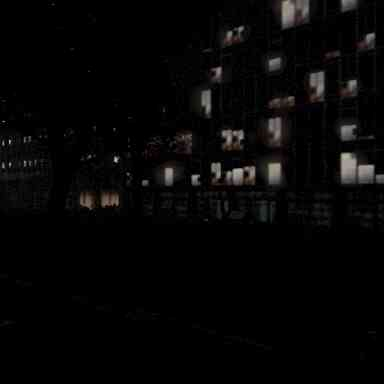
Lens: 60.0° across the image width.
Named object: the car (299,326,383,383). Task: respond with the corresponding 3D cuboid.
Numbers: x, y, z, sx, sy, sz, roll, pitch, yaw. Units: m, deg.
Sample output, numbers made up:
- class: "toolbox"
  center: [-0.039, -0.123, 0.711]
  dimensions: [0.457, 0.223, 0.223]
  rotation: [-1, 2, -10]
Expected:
- class: "car"
  center: [2.762, 1.322, 0.910]
  dimensions: [5.009, 1.841, 2.192]
  rotation: [0, 0, 35]
